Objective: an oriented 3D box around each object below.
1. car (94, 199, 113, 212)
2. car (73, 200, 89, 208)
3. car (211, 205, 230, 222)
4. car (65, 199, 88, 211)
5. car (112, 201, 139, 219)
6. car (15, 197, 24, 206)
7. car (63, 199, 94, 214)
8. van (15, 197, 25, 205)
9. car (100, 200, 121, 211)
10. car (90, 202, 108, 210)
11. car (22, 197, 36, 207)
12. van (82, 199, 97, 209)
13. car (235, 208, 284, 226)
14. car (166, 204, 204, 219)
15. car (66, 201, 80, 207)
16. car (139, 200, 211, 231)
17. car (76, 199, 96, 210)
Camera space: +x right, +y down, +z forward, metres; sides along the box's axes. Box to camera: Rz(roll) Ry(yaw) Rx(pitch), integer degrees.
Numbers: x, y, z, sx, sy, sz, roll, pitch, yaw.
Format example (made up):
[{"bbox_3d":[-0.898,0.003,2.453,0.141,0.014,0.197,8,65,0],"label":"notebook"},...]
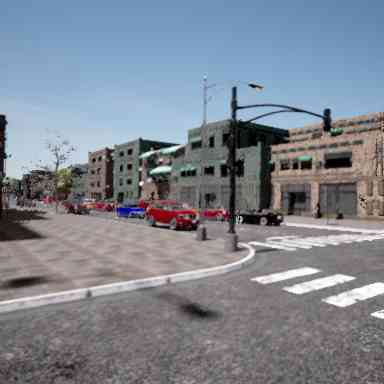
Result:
[{"bbox_3d":[-12.506,1.991,48.823,2.097,1.767,4.553,2,-2,-34],"label":"car"},{"bbox_3d":[-22.903,2.461,68.414,1.887,1.381,4.507,1,-1,-35],"label":"car"},{"bbox_3d":[2.411,1.931,31.956,1.967,1.590,4.097,1,-1,-35],"label":"car"},{"bbox_3d":[-17.856,1.968,51.184,2.097,1.767,4.553,2,-2,-35],"label":"car"},{"bbox_3d":[-6.205,1.935,34.223,1.812,1.442,4.674,2,-2,-35],"label":"car"},{"bbox_3d":[-39.275,2.177,77.312,2.192,1.841,5.009,1,-1,-35],"label":"car"},{"bbox_3d":[-13.963,1.878,40.850,1.967,1.590,4.097,1,-1,-35],"label":"car"},{"bbox_3d":[-42.440,2.256,81.869,1.690,1.788,3.998,1,-1,-35],"label":"van"},{"bbox_3d":[-13.410,2.197,54.743,1.967,1.590,4.097,1,-1,-35],"label":"car"},{"bbox_3d":[-16.575,2.392,59.298,1.802,1.307,4.206,1,-1,-35],"label":"car"},{"bbox_3d":[-32.948,2.307,68.193,2.008,1.369,4.403,1,-1,-35],"label":"car"},{"bbox_3d":[-19.737,2.204,63.860,1.690,1.788,3.998,1,-1,-35],"label":"van"},{"bbox_3d":[5.574,2.003,27.397,1.947,1.339,4.313,1,-1,-35],"label":"car"},{"bbox_3d":[-0.851,2.071,36.652,1.752,1.417,4.829,1,-1,-35],"label":"car"},{"bbox_3d":[-26.067,2.551,72.970,1.802,1.307,4.206,1,-1,-35],"label":"car"},{"bbox_3d":[-1.306,1.540,22.623,2.192,1.841,5.009,1,-1,-35],"label":"car"},{"bbox_3d":[-18.210,2.084,56.952,2.097,1.767,4.553,2,-2,-35],"label":"car"}]
